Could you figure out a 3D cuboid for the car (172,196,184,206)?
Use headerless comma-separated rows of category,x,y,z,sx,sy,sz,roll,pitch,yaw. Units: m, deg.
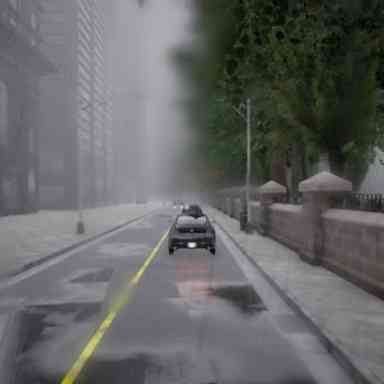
car,-2.988,1.984,71.767,2.150,2.045,5.566,0,-1,0

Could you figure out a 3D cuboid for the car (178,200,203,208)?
car,0.011,1.781,29.476,1.882,1.535,5.008,0,0,0

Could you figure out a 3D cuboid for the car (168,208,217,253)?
car,0.007,1.653,14.302,1.837,1.490,4.892,0,0,0
